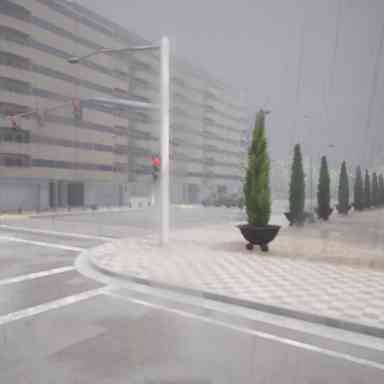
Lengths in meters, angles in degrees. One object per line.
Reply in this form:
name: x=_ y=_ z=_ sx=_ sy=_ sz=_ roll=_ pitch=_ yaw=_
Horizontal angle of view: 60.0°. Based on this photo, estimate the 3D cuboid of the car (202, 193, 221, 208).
car: x=3.654 y=1.123 z=46.422 sx=2.150 sy=2.045 sz=5.566 roll=0 pitch=0 yaw=36

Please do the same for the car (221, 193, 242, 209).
car: x=6.504 y=1.129 z=44.394 sx=2.150 sy=2.045 sz=5.566 roll=0 pitch=0 yaw=36
